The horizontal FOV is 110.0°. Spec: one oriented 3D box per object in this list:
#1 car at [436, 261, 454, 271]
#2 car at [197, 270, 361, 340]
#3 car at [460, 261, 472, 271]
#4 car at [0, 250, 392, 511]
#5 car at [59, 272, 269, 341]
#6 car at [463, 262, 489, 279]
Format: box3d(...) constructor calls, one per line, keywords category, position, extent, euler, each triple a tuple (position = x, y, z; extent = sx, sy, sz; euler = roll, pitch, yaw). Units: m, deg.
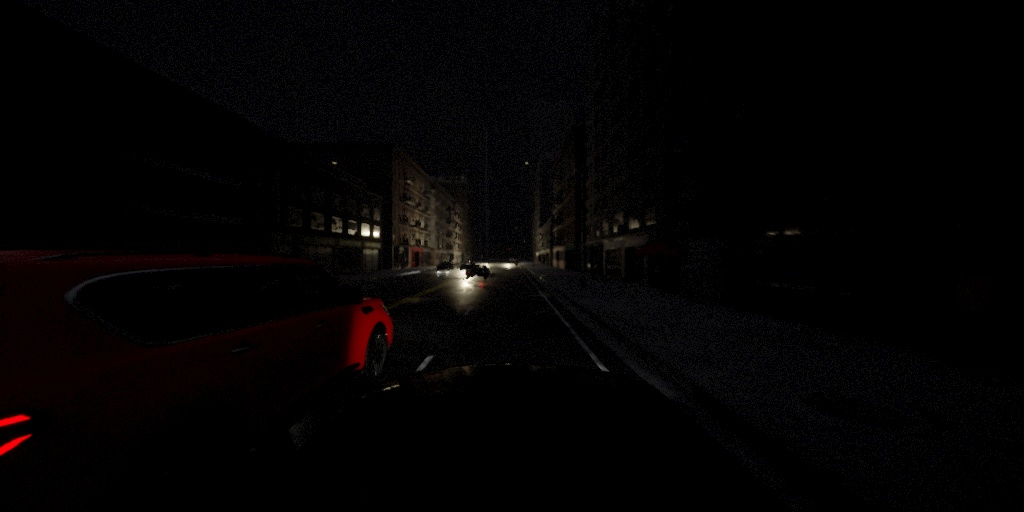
box3d(category="car", position=(-9.810, 1.481, 53.087), extent=(2.033, 1.411, 5.357), euler=(0, 0, 1))
box3d(category="car", position=(-6.601, 1.278, 11.008), extent=(1.837, 1.490, 4.892), euler=(0, 0, 0))
box3d(category="car", position=(-6.564, 1.500, 53.471), extent=(1.994, 1.385, 4.181), euler=(0, 0, 0))
box3d(category="car", position=(-3.152, 0.978, 3.892), extent=(2.150, 2.045, 5.566), euler=(0, 0, 0))
box3d(category="car", position=(-9.852, 1.299, 10.847), extent=(1.812, 1.442, 4.674), euler=(0, 0, 0))
box3d(category="car", position=(-3.154, 1.456, 33.739), extent=(1.895, 1.301, 4.718), euler=(0, 0, 0))
